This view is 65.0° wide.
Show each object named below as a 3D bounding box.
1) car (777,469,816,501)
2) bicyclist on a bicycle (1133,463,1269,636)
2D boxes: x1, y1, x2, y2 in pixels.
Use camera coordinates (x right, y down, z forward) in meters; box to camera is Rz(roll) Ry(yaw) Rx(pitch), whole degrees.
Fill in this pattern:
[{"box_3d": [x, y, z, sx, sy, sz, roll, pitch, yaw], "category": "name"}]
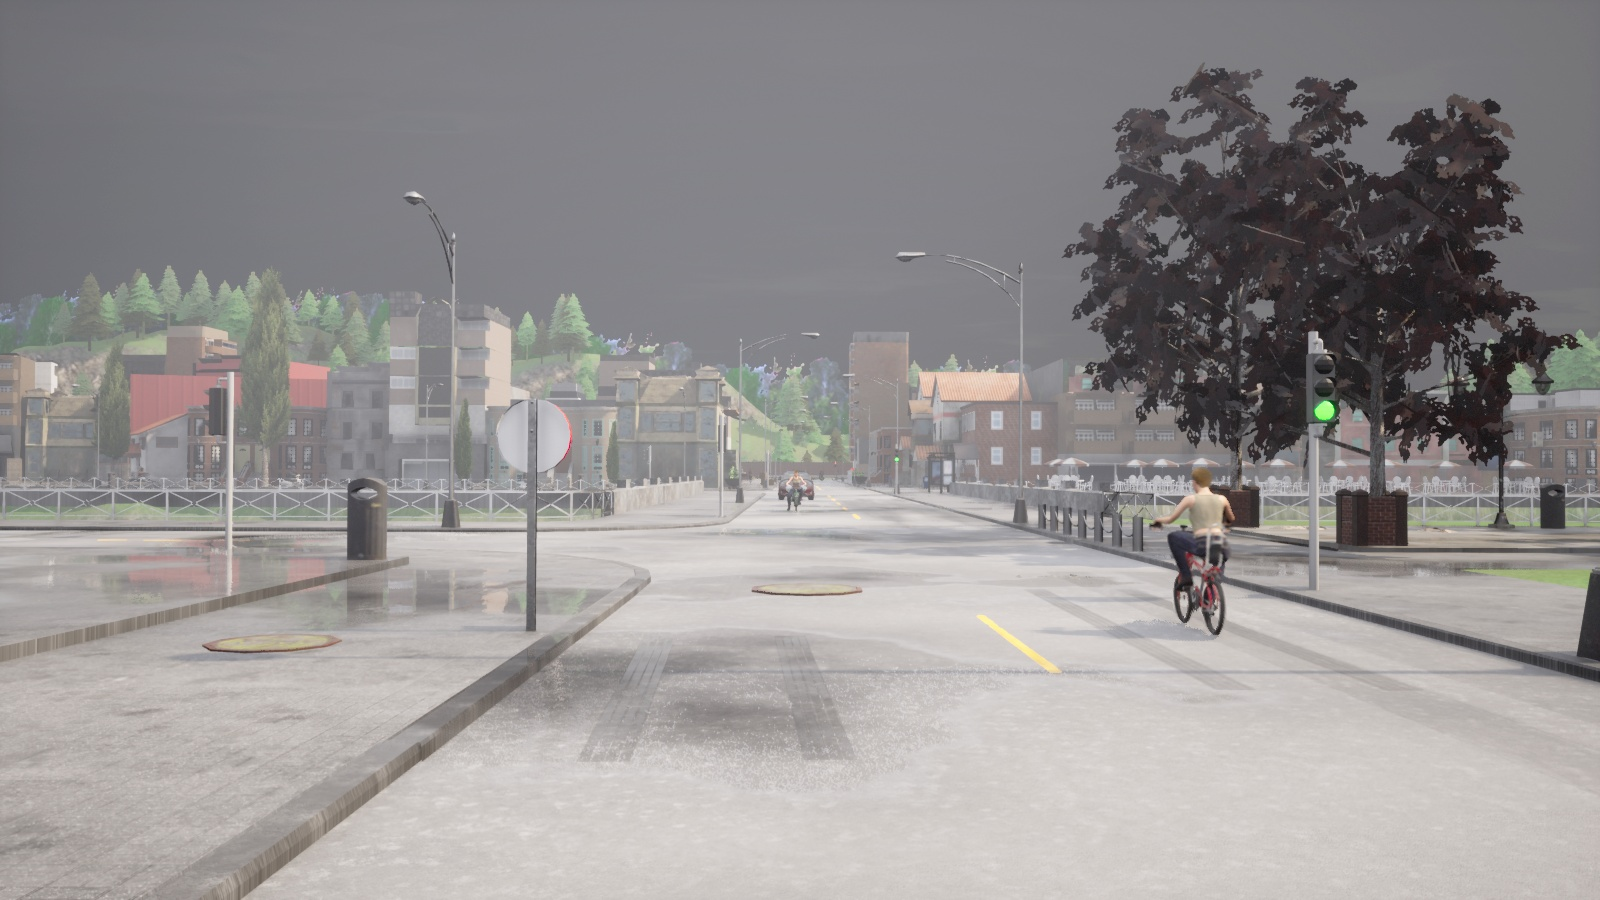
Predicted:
[{"box_3d": [-0.188, 1.888, 68.215, 2.033, 1.649, 4.856, 0, -1, 0], "category": "car"}, {"box_3d": [3.961, 0.945, 12.536, 0.866, 1.612, 1.509, 0, -1, 0], "category": "bicyclist on a bicycle"}]
